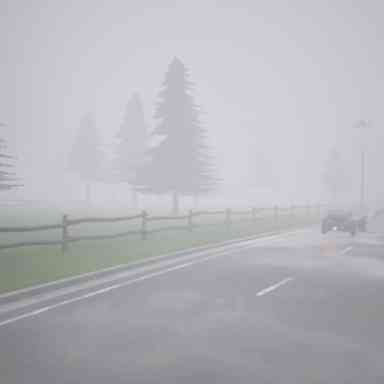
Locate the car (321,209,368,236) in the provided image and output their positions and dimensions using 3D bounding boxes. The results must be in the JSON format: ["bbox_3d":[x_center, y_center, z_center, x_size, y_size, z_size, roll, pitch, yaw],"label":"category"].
[{"bbox_3d":[9.455,1.796,20.479,1.837,1.490,4.892,0,0,38],"label":"car"}]

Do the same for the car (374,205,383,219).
[{"bbox_3d":[20.081,2.058,34.252,1.812,1.442,4.674,0,-1,38],"label":"car"}]
